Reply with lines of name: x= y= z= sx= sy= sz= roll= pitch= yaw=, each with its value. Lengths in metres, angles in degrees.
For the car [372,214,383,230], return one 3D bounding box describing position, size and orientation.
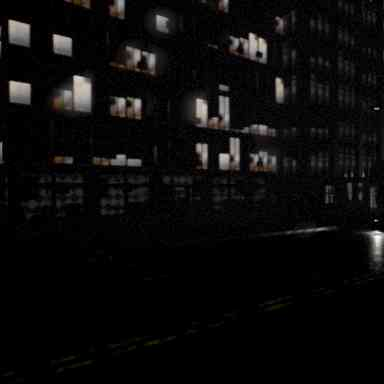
car: x=13.876 y=1.700 z=21.555 sx=5.357 sy=1.411 sz=2.033 roll=0 pitch=0 yaw=-35
